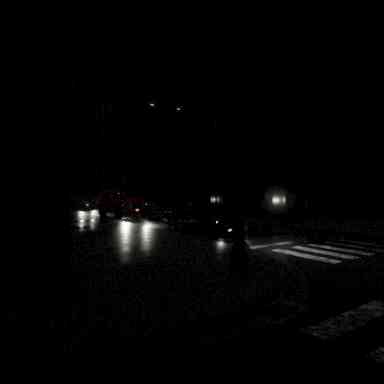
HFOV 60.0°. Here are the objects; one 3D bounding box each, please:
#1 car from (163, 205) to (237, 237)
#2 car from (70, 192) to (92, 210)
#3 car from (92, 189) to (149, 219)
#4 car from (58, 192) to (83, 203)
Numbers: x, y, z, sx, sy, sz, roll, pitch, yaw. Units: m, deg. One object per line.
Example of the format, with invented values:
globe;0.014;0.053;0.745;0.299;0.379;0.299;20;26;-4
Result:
car;0.458;1.376;16.842;1.895;1.301;4.718;0;1;-35
car;-11.355;0.930;33.602;2.128;1.511;4.902;0;1;-35
car;-5.344;0.835;25.074;2.150;2.045;5.566;0;1;-35
car;-17.268;0.712;47.082;2.033;1.411;5.357;0;1;-35
